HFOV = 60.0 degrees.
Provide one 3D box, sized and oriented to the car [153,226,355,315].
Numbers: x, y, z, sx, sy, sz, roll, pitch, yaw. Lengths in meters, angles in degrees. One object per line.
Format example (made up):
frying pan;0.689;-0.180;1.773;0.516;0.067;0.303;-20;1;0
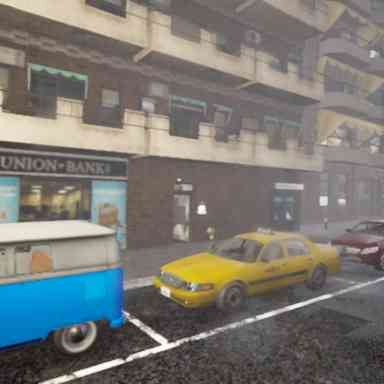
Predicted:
car;1.481;1.530;7.559;4.829;1.417;1.752;0;1;-35

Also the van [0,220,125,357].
van;-2.897;1.342;4.439;3.998;1.788;1.690;0;1;-35

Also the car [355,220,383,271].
car;6.133;1.590;10.880;4.206;1.307;1.802;0;1;-35
